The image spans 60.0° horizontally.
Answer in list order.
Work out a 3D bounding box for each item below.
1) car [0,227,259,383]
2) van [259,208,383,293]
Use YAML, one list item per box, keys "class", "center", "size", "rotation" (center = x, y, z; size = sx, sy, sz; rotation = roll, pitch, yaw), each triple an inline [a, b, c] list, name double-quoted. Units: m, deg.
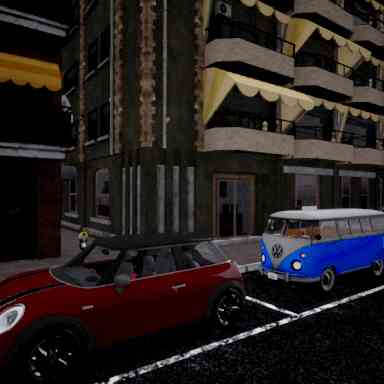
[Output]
- class: "car"
  center: [-1.134, 1.440, 5.283]
  size: [4.097, 1.590, 1.967]
  rotation: [0, 0, -35]
- class: "van"
  center: [3.500, 1.343, 8.584]
  size: [3.998, 1.788, 1.690]
  rotation: [0, 0, -35]
